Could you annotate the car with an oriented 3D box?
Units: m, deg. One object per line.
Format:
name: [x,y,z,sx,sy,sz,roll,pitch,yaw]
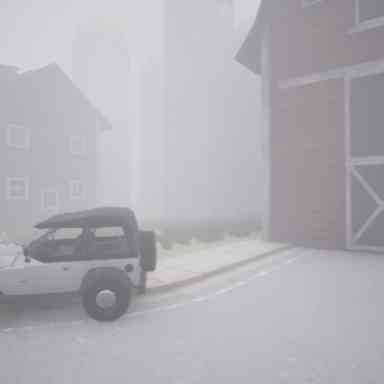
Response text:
car: [-2.643,1.326,6.575,3.866,1.878,1.905,-2,5,-7]
